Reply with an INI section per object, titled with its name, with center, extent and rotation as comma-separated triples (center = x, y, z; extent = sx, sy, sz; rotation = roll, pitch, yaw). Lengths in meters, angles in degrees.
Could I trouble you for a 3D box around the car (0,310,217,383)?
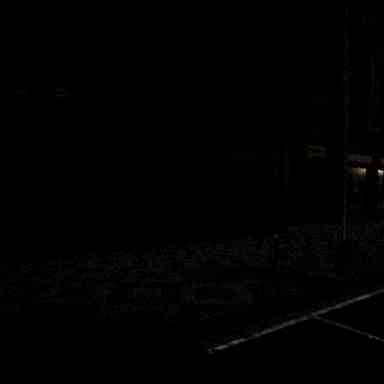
[car]
center = -1.873, 1.534, 1.746
extent = 4.507, 1.381, 1.887
rotation = 0, 1, -35
